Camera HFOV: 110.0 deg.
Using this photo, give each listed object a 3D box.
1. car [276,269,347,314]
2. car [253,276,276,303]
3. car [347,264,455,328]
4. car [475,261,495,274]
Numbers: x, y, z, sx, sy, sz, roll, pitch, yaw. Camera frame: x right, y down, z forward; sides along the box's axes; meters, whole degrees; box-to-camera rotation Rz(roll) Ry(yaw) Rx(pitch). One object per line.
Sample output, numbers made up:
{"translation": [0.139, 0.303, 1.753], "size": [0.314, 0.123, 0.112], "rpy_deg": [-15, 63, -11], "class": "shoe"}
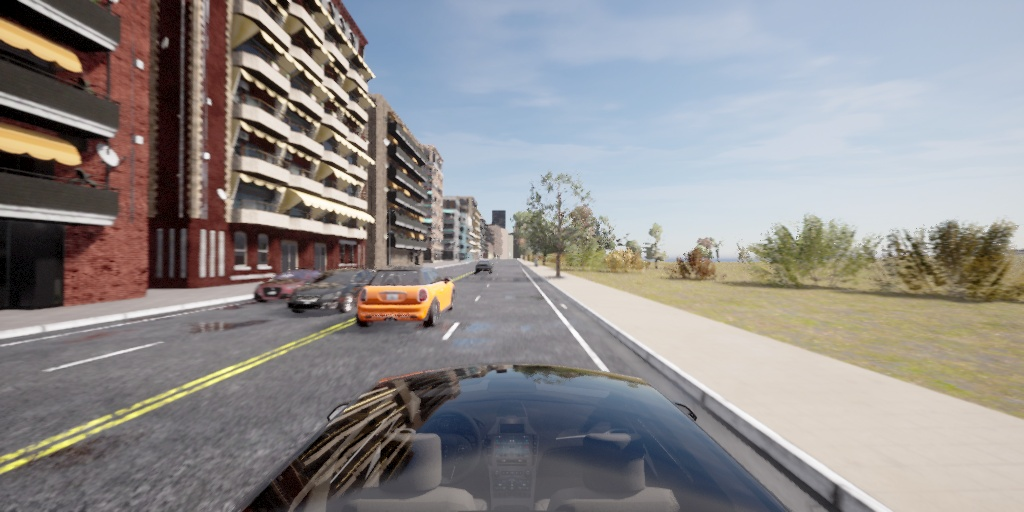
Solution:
{"translation": [-6.536, 1.260, 13.906], "size": [1.837, 1.490, 4.892], "rpy_deg": [0, 0, 1], "class": "car"}
{"translation": [-9.759, 1.319, 16.579], "size": [1.994, 1.385, 4.181], "rpy_deg": [0, 0, 0], "class": "car"}
{"translation": [-3.149, 1.105, 11.565], "size": [2.097, 1.767, 4.553], "rpy_deg": [0, 0, 0], "class": "car"}
{"translation": [-3.143, 1.266, 41.138], "size": [1.837, 1.490, 4.892], "rpy_deg": [0, 0, 0], "class": "car"}
